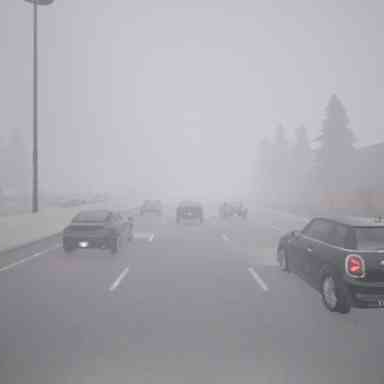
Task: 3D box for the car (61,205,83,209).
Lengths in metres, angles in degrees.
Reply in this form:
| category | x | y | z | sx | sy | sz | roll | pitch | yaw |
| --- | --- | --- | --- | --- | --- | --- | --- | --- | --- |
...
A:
| category | x | y | z | sx | sy | sz | roll | pitch | yaw |
| --- | --- | --- | --- | --- | --- | --- | --- | --- | --- |
| car | -10.943 | 1.374 | 31.175 | 1.994 | 1.385 | 4.181 | 0 | 0 | -1 |

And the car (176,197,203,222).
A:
| category | x | y | z | sx | sy | sz | roll | pitch | yaw |
| --- | --- | --- | --- | --- | --- | --- | --- | --- | --- |
| car | -0.182 | 1.346 | 24.646 | 1.882 | 1.535 | 5.008 | 0 | 0 | -1 |

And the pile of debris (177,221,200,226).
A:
| category | x | y | z | sx | sy | sz | roll | pitch | yaw |
| --- | --- | --- | --- | --- | --- | --- | --- | --- | --- |
| pile of debris | -0.239 | 2.058 | 21.927 | 1.500 | 0.140 | 1.860 | 0 | 0 | -1 |

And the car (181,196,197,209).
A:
| category | x | y | z | sx | sy | sz | roll | pitch | yaw |
| --- | --- | --- | --- | --- | --- | --- | --- | --- | --- |
| car | -0.374 | 1.306 | 41.232 | 1.812 | 1.442 | 4.674 | 0 | 0 | -1 |

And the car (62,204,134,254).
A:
| category | x | y | z | sx | sy | sz | roll | pitch | yaw |
| --- | --- | --- | --- | --- | --- | --- | --- | --- | --- |
| car | -3.532 | 1.426 | 13.188 | 1.837 | 1.490 | 4.892 | 0 | 0 | -1 |

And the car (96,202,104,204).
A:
| category | x | y | z | sx | sy | sz | roll | pitch | yaw |
| --- | --- | --- | --- | --- | --- | --- | --- | --- | --- |
| car | -14.651 | 1.038 | 52.952 | 2.097 | 1.767 | 4.553 | 0 | 0 | 0 |

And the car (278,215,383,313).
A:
| category | x | y | z | sx | sy | sz | roll | pitch | yaw |
| --- | --- | --- | --- | --- | --- | --- | --- | --- | --- |
| car | 3.535 | 1.318 | 7.724 | 2.097 | 1.767 | 4.553 | 0 | 0 | -1 |

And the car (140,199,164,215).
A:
| category | x | y | z | sx | sy | sz | roll | pitch | yaw |
| --- | --- | --- | --- | --- | --- | --- | --- | --- | --- |
| car | -3.754 | 1.372 | 31.485 | 2.033 | 1.411 | 5.357 | 0 | 0 | -1 |

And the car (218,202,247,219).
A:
| category | x | y | z | sx | sy | sz | roll | pitch | yaw |
| --- | --- | --- | --- | --- | --- | --- | --- | --- | --- |
| car | 3.294 | 1.461 | 27.687 | 1.895 | 1.301 | 4.718 | 0 | 0 | -1 |
